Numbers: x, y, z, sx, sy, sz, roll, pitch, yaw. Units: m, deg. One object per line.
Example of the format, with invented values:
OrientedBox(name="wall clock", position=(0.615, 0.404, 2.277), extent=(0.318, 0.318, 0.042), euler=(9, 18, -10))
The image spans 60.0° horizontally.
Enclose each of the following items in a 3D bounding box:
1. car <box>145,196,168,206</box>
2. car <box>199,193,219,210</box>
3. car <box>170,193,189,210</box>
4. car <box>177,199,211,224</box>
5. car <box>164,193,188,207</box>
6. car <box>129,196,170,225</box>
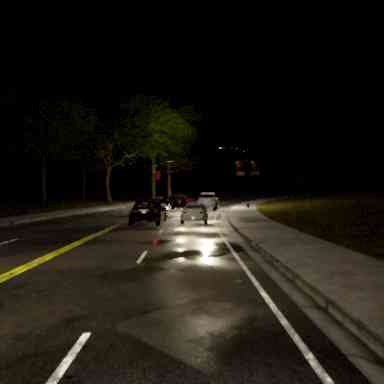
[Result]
OrientedBox(name="car", position=(-5.516, 1.397, 52.622), extent=(2.128, 1.511, 4.902), euler=(0, 0, 14))
OrientedBox(name="car", position=(2.033, 1.111, 40.165), extent=(2.150, 2.045, 5.566), euler=(0, 0, 9))
OrientedBox(name="car", position=(-1.119, 1.255, 40.814), extent=(2.097, 1.767, 4.553), euler=(0, 0, 10))
OrientedBox(name="car", position=(0.235, 1.482, 23.990), extent=(1.812, 1.442, 4.674), euler=(0, 0, 4))
OrientedBox(name="car", position=(-2.372, 1.153, 51.806), extent=(2.150, 2.045, 5.566), euler=(0, 0, 14))
OrientedBox(name="car", position=(-3.028, 1.316, 23.571), extent=(2.097, 1.767, 4.553), euler=(0, 0, 2))
